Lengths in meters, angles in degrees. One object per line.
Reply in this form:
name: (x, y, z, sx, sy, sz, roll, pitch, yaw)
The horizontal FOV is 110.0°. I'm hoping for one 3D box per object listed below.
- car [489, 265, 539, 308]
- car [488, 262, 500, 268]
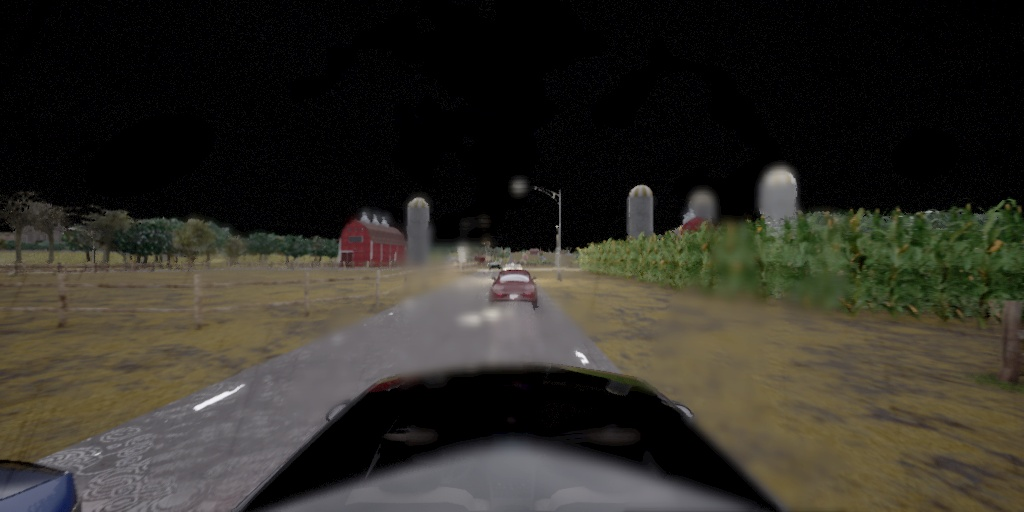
car: (0.095, 1.267, 14.936, 1.812, 1.442, 4.674, 0, 0, 0)
car: (-2.778, 1.578, 57.840, 1.895, 1.301, 4.718, 0, -2, -7)
